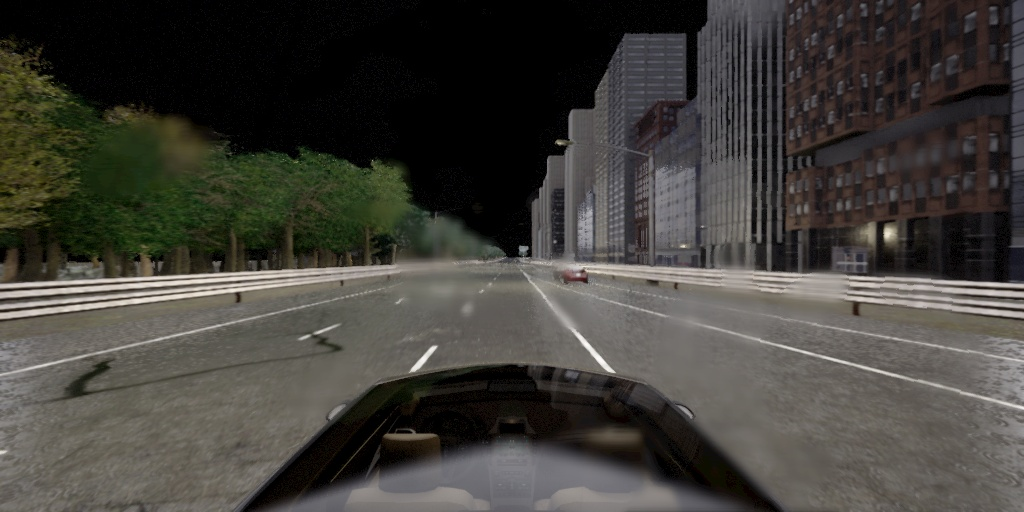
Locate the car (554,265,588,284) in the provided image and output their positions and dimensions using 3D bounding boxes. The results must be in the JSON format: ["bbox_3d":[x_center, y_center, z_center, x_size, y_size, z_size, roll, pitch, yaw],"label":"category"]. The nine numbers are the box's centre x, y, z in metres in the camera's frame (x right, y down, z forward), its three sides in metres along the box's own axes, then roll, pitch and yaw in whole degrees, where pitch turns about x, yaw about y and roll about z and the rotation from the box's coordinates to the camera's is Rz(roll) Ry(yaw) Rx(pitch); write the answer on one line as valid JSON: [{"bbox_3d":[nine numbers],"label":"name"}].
[{"bbox_3d":[4.876,1.519,29.900,2.163,1.488,4.792,0,-1,-6],"label":"car"}]
